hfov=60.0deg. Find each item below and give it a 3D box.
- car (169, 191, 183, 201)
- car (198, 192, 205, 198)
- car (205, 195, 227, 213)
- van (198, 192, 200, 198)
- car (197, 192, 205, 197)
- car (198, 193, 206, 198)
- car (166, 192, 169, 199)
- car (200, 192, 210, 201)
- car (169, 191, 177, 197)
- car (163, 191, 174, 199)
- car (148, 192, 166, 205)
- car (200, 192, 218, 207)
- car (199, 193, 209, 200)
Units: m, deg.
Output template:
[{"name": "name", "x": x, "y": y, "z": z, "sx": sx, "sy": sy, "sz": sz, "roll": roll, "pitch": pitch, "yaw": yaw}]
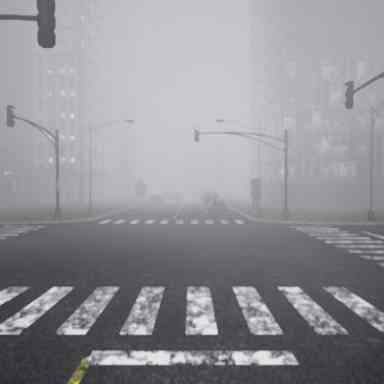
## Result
[{"name": "car", "x": -2.769, "y": 0.791, "z": 65.228, "sx": 2.097, "sy": 1.767, "sz": 4.553, "roll": 0, "pitch": 1, "yaw": 0}, {"name": "car", "x": 2.528, "y": 0.759, "z": 88.381, "sx": 1.752, "sy": 1.417, "sz": 4.829, "roll": -1, "pitch": 1, "yaw": 0}, {"name": "car", "x": 2.512, "y": 1.302, "z": 32.968, "sx": 1.802, "sy": 1.307, "sz": 4.206, "roll": -1, "pitch": 0, "yaw": 0}, {"name": "van", "x": 2.533, "y": 0.822, "z": 60.588, "sx": 1.690, "sy": 1.788, "sz": 3.998, "roll": -1, "pitch": 1, "yaw": 0}, {"name": "car", "x": 2.526, "y": 0.731, "z": 93.735, "sx": 1.887, "sy": 1.381, "sz": 4.507, "roll": -1, "pitch": 1, "yaw": 0}, {"name": "car", "x": 2.530, "y": 0.867, "z": 82.687, "sx": 1.802, "sy": 1.307, "sz": 4.206, "roll": -1, "pitch": 1, "yaw": 0}, {"name": "car", "x": -5.342, "y": 1.112, "z": 55.038, "sx": 1.802, "sy": 1.307, "sz": 4.206, "roll": -1, "pitch": 0, "yaw": 0}, {"name": "car", "x": 2.533, "y": 0.872, "z": 66.113, "sx": 1.967, "sy": 1.590, "sz": 4.097, "roll": -1, "pitch": 1, "yaw": 0}, {"name": "car", "x": -5.355, "y": 0.626, "z": 93.707, "sx": 1.967, "sy": 1.590, "sz": 4.097, "roll": -1, "pitch": 1, "yaw": 0}, {"name": "car", "x": -5.352, "y": 0.649, "z": 77.133, "sx": 2.192, "sy": 1.841, "sz": 5.009, "roll": -1, "pitch": 1, "yaw": 0}, {"name": "car", "x": -5.342, "y": 1.018, "z": 49.513, "sx": 1.967, "sy": 1.590, "sz": 4.097, "roll": -1, "pitch": 0, "yaw": 0}, {"name": "car", "x": 2.526, "y": 0.940, "z": 44.015, "sx": 2.192, "sy": 1.841, "sz": 5.009, "roll": -1, "pitch": 0, "yaw": 0}, {"name": "car", "x": 2.533, "y": 0.928, "z": 71.638, "sx": 1.887, "sy": 1.381, "sz": 4.507, "roll": -1, "pitch": 1, "yaw": 0}]
